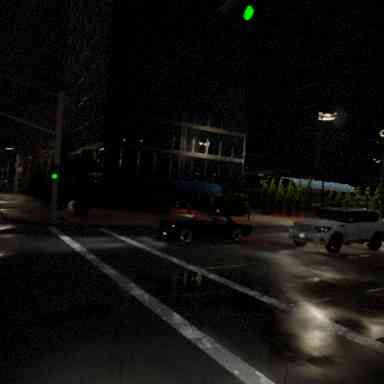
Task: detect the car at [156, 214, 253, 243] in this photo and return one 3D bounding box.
[{"bbox_3d":[0.645,1.743,16.643,4.718,1.301,1.895,4,0,-30],"label":"car"}]

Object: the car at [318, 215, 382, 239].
[{"bbox_3d":[10.934,2.379,22.928,4.181,1.385,1.994,4,0,-32],"label":"car"}]

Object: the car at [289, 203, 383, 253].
[{"bbox_3d":[7.389,1.779,16.623,5.566,2.045,2.150,4,0,-32],"label":"car"}]
